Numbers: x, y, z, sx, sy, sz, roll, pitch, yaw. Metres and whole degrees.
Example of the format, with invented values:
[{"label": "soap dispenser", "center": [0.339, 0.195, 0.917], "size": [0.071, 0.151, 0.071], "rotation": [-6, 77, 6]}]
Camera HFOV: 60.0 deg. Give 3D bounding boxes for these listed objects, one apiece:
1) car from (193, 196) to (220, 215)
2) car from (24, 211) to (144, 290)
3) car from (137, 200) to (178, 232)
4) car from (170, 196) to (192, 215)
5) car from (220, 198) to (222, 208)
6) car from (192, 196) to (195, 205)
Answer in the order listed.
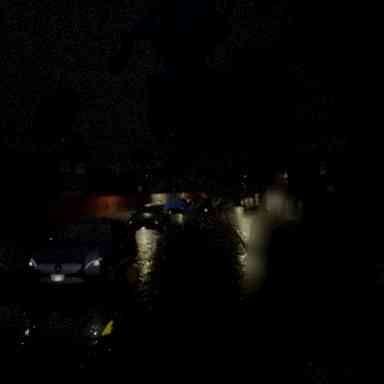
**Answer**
[{"label": "car", "center": [1.484, 1.344, 31.759], "size": [1.837, 1.490, 4.892], "rotation": [0, 0, 6]}, {"label": "car", "center": [-2.698, 1.478, 9.130], "size": [1.812, 1.442, 4.674], "rotation": [0, 0, 1]}, {"label": "car", "center": [-2.303, 1.444, 19.466], "size": [2.033, 1.411, 5.357], "rotation": [0, 0, 4]}, {"label": "car", "center": [-1.387, 1.318, 31.380], "size": [1.882, 1.535, 5.008], "rotation": [0, 1, 6]}, {"label": "car", "center": [3.024, 1.350, 45.295], "size": [1.994, 1.385, 4.181], "rotation": [0, 0, 8]}, {"label": "car", "center": [0.454, 1.305, 47.425], "size": [1.837, 1.490, 4.892], "rotation": [0, 0, 8]}]
